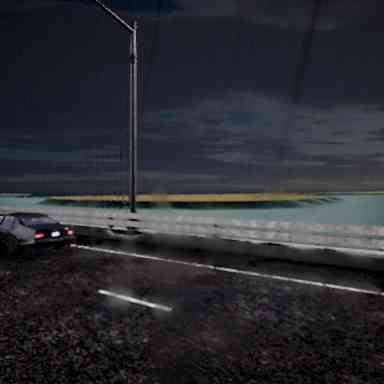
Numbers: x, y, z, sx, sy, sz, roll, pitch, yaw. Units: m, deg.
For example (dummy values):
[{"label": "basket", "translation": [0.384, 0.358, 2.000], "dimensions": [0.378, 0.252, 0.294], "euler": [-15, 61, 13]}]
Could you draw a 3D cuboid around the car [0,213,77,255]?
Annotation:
[{"label": "car", "translation": [-6.856, 1.533, 13.227], "dimensions": [5.357, 1.411, 2.033], "euler": [0, 0, 36]}]
